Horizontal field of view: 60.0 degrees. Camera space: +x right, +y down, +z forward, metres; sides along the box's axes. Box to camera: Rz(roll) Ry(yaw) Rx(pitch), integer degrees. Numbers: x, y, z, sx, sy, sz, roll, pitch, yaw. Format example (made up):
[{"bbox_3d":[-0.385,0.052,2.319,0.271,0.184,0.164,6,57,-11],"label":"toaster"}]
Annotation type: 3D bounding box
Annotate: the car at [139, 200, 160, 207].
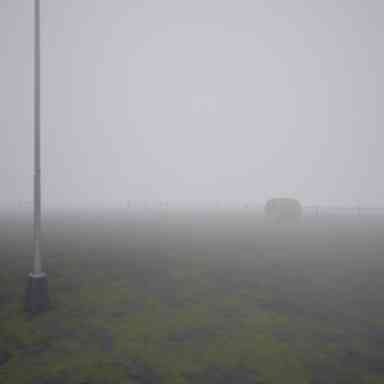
[{"bbox_3d":[-8.192,2.230,64.338,1.812,1.442,4.674,-1,-2,36],"label":"car"}]
